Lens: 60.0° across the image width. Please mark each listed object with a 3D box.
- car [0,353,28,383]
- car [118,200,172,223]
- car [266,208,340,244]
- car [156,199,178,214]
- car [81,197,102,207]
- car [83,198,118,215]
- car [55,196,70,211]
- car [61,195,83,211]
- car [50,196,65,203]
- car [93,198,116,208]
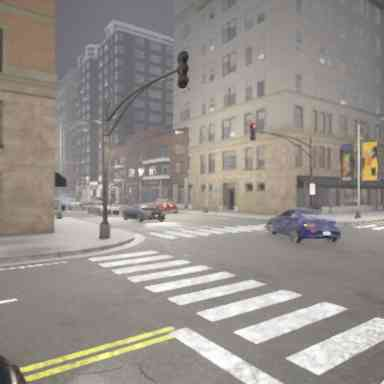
[{"bbox_3d":[-2.849,1.567,1.416,4.181,1.385,1.994,0,0,-36],"label":"car"},{"bbox_3d":[-3.697,1.519,25.489,1.994,1.385,4.181,0,0,-36],"label":"car"},{"bbox_3d":[5.101,1.498,15.678,1.812,1.442,4.674,1,0,-8],"label":"car"},{"bbox_3d":[-3.156,1.398,34.242,1.967,1.590,4.097,0,0,-35],"label":"car"},{"bbox_3d":[-15.826,1.480,52.207,1.752,1.417,4.829,0,0,-35],"label":"car"},{"bbox_3d":[-8.722,1.549,32.608,1.895,1.301,4.718,0,0,-35],"label":"car"},{"bbox_3d":[-16.002,1.507,38.533,1.947,1.339,4.313,0,0,-35],"label":"car"},{"bbox_3d":[-14.526,1.470,40.863,1.812,1.442,4.674,0,0,-35],"label":"car"},{"bbox_3d":[-28.300,1.536,69.896,1.947,1.339,4.313,0,0,-35],"label":"car"},{"bbox_3d":[-12.585,1.535,47.611,1.802,1.307,4.206,0,0,-35],"label":"car"}]
